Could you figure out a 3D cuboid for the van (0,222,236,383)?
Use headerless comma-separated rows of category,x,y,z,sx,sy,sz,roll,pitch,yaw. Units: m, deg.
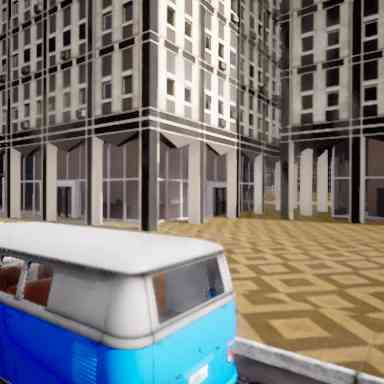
van,-1.453,1.325,3.901,3.998,1.788,1.690,0,0,35
